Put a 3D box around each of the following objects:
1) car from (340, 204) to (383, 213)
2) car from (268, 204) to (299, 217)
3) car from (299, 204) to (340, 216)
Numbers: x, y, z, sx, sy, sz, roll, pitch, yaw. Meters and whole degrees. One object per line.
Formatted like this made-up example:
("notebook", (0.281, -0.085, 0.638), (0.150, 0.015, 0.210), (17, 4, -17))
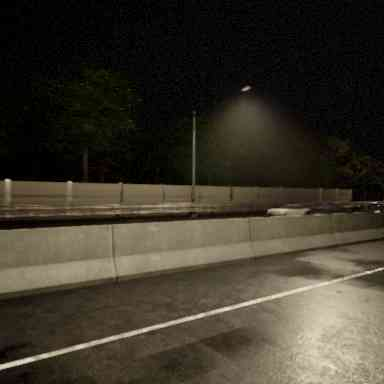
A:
("car", (14.594, 1.777, 27.303), (4.892, 1.490, 1.837), (1, 0, -35))
("car", (9.500, 1.860, 32.269), (4.718, 1.301, 1.895), (1, 0, -35))
("car", (12.409, 1.817, 30.047), (5.357, 1.411, 2.033), (1, 0, -36))
